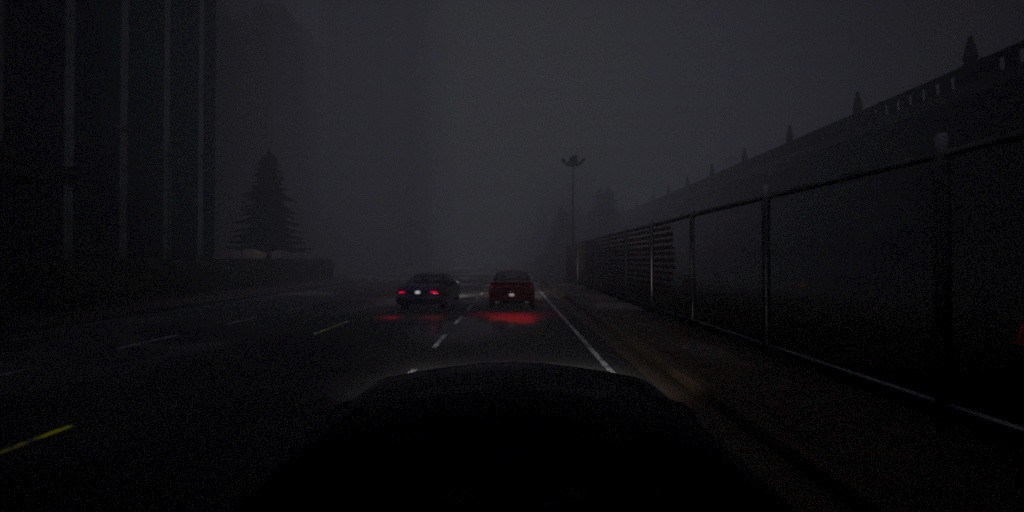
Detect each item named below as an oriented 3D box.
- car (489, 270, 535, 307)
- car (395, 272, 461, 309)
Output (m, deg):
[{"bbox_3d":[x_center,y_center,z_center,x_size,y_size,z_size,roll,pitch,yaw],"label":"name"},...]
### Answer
[{"bbox_3d":[-0.002,1.365,16.311,1.882,1.535,5.008,0,0,0],"label":"car"},{"bbox_3d":[-3.505,1.430,15.824,2.033,1.411,5.357,0,-1,0],"label":"car"}]
